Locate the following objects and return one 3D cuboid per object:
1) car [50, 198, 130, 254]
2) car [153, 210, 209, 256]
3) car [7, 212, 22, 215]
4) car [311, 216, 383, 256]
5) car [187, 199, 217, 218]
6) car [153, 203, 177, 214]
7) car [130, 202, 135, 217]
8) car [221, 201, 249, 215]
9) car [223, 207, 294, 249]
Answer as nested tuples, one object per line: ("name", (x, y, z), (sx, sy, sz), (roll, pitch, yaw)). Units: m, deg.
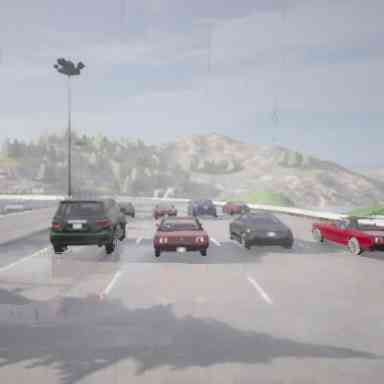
("car", (-4.075, 1.248, 13.873), (2.150, 2.045, 5.566), (0, 0, -5))
("car", (-0.510, 1.618, 13.184), (1.895, 1.301, 4.718), (0, 0, -4))
("car", (-17.857, 1.607, 34.511), (1.812, 1.442, 4.674), (0, 0, -12))
("car", (6.506, 1.603, 13.144), (1.895, 1.301, 4.718), (0, 0, -4))
("car", (0.844, 1.388, 30.668), (2.097, 1.767, 4.553), (0, 0, -9))
("car", (-2.470, 1.643, 29.474), (1.895, 1.301, 4.718), (0, 0, -9))
("car", (-6.424, 1.617, 31.688), (1.994, 1.385, 4.181), (0, 0, -10))
("car", (4.175, 1.556, 31.912), (1.812, 1.442, 4.674), (0, 0, -10))
("car", (2.852, 1.576, 14.591), (1.994, 1.385, 4.181), (0, 0, -5))
